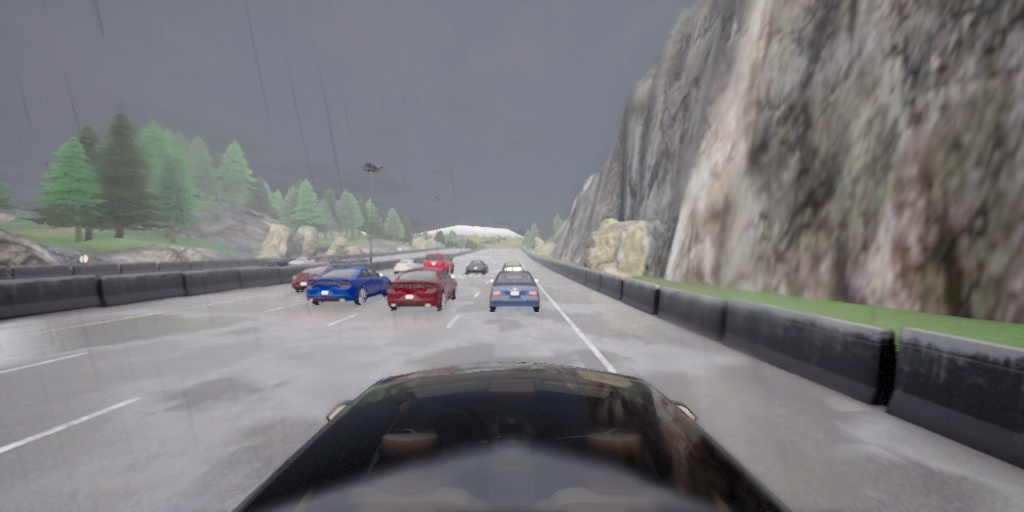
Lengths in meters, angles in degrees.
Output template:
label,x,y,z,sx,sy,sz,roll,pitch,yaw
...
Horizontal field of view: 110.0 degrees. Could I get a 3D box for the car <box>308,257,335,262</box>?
label,x,y,z,sx,sy,sz,roll,pitch,yaw
car,-24.610,0.839,48.269,2.128,1.511,4.902,0,1,0

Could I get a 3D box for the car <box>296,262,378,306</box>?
label,x,y,z,sx,sy,sz,roll,pitch,yaw
car,-6.910,1.191,15.713,1.882,1.535,5.008,0,0,0

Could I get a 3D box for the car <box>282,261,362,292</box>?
label,x,y,z,sx,sy,sz,roll,pitch,yaw
car,-10.428,1.211,20.221,1.812,1.442,4.674,0,0,0

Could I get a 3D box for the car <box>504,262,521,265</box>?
label,x,y,z,sx,sy,sz,roll,pitch,yaw
car,0.077,1.161,33.339,1.895,1.301,4.718,0,1,0

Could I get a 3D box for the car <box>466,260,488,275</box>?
label,x,y,z,sx,sy,sz,roll,pitch,yaw
car,-3.424,1.097,35.681,1.994,1.385,4.181,0,1,0

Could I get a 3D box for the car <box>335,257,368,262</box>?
label,x,y,z,sx,sy,sz,roll,pitch,yaw
car,-21.112,0.894,48.256,2.033,1.411,5.357,0,1,0

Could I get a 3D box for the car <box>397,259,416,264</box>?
label,x,y,z,sx,sy,sz,roll,pitch,yaw
car,-10.425,1.054,36.096,1.812,1.442,4.674,0,1,0

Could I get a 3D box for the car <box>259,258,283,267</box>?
label,x,y,z,sx,sy,sz,roll,pitch,yaw
car,-31.601,0.949,48.265,1.895,1.301,4.718,0,1,0

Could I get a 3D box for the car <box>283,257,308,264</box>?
label,x,y,z,sx,sy,sz,roll,pitch,yaw
car,-28.107,0.873,48.272,1.812,1.442,4.674,0,1,0

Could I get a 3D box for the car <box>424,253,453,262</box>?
label,x,y,z,sx,sy,sz,roll,pitch,yaw
car,-6.924,0.772,34.227,2.150,2.045,5.566,0,1,0

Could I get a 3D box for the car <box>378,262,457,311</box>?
label,x,y,z,sx,sy,sz,roll,pitch,yaw
car,-3.409,1.197,14.398,1.882,1.535,5.008,0,0,0

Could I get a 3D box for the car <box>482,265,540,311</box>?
label,x,y,z,sx,sy,sz,roll,pitch,yaw
car,0.091,1.266,14.311,2.033,1.411,5.357,0,0,0
